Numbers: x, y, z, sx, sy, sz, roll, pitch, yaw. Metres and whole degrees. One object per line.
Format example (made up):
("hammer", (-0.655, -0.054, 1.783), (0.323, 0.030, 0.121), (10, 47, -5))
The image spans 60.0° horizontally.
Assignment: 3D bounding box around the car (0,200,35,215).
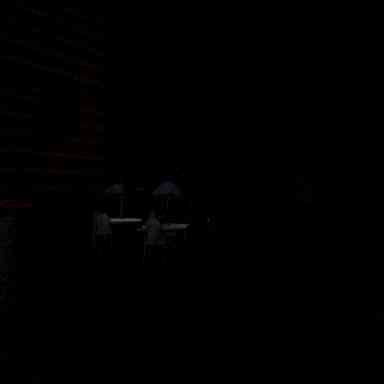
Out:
("car", (-18.129, 1.533, 32.575), (1.882, 1.535, 5.008), (0, 0, 40))
